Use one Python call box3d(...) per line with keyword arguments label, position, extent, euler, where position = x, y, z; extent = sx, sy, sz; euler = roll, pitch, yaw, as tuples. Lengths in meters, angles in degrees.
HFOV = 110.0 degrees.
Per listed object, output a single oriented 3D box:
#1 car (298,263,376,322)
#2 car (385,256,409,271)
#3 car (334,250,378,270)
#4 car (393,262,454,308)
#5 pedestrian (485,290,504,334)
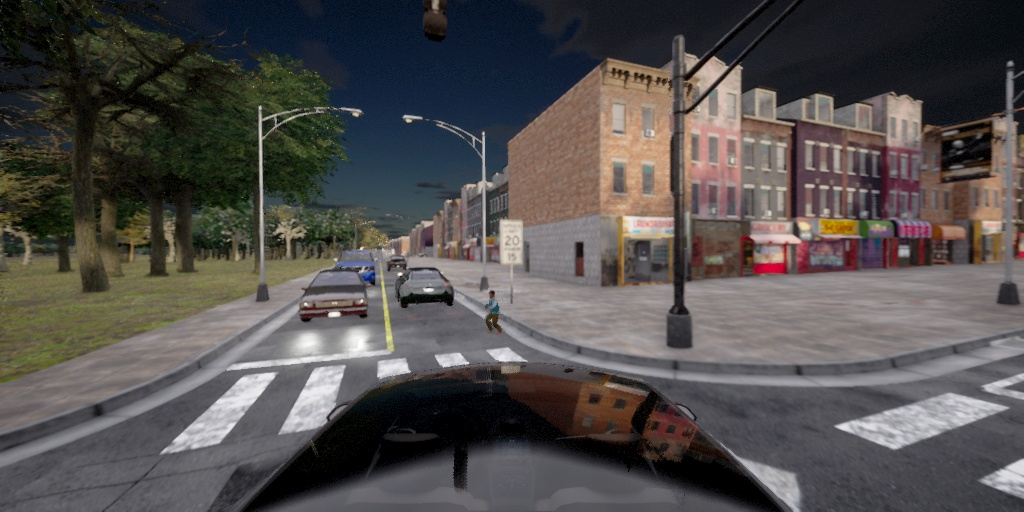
box3d(label="car", position=(-5.942, 1.181, 12.337), extent=(2.033, 1.411, 5.357), euler=(-1, 1, -23))
box3d(label="car", position=(-11.801, 0.716, 36.720), extent=(1.837, 1.490, 4.892), euler=(-1, 1, -20))
box3d(label="car", position=(-9.450, 0.680, 21.898), extent=(2.150, 2.045, 5.566), euler=(-1, 1, -21))
box3d(label="car", position=(-3.624, 1.145, 14.561), extent=(1.994, 1.385, 4.181), euler=(-1, 1, -20))
box3d(label="pedestrian", position=(-0.422, 1.361, 8.799), extent=(0.500, 1.100, 0.500), euler=(0, 0, -20))
